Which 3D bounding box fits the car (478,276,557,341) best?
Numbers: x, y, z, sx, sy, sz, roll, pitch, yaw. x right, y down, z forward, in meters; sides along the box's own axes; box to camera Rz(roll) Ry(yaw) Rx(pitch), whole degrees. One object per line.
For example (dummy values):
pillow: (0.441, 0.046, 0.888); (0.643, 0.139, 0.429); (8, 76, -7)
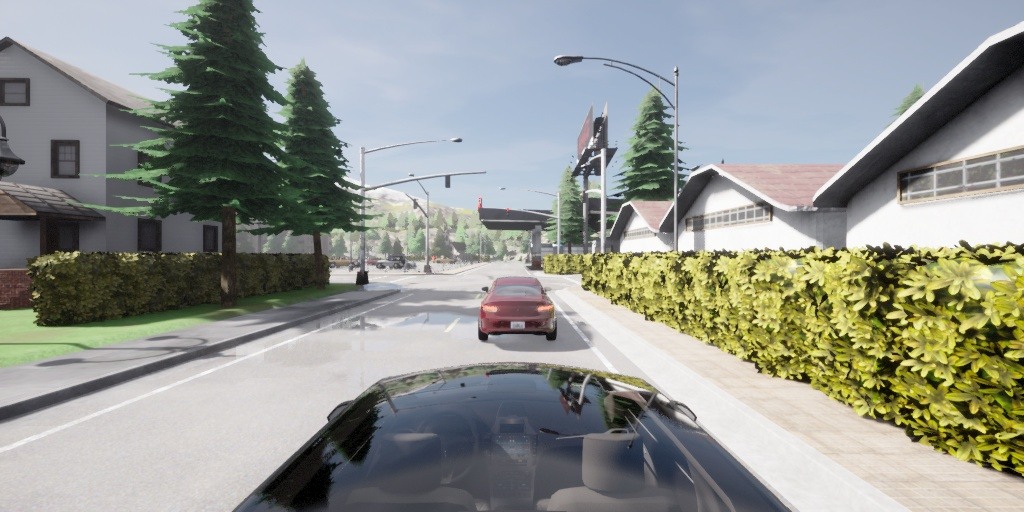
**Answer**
car: (0.128, 1.276, 9.778); (1.812, 1.442, 4.674); (0, 0, 0)
